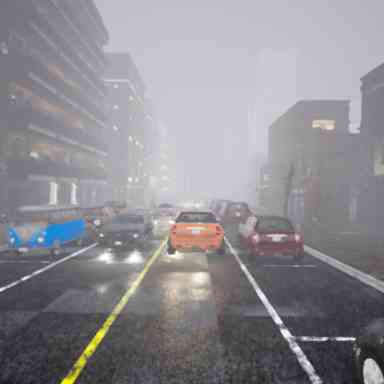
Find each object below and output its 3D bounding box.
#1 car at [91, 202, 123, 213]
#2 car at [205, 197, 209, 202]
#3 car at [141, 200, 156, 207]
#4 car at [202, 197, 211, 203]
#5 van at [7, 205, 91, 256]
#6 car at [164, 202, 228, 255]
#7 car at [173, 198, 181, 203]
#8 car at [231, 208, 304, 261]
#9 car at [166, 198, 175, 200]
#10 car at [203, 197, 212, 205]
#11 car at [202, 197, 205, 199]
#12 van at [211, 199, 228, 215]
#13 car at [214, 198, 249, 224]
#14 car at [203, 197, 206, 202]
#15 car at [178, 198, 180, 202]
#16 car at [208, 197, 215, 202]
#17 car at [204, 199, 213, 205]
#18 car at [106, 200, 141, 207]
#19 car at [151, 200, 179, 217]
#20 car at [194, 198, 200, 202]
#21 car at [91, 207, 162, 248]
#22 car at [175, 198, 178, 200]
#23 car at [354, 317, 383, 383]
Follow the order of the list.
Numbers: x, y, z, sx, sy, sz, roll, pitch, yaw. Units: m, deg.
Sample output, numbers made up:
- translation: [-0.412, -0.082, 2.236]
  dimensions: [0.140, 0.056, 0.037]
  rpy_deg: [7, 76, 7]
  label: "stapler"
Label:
- translation: [-5.458, 1.555, 18.471]
  dimensions: [1.967, 1.590, 4.097]
  rpy_deg: [0, -1, 1]
  label: "car"
- translation: [3.332, 1.792, 45.368]
  dimensions: [2.192, 1.841, 5.009]
  rpy_deg: [0, -1, 1]
  label: "car"
- translation: [-5.210, 1.825, 34.689]
  dimensions: [2.008, 1.369, 4.403]
  rpy_deg: [0, -1, 1]
  label: "car"
- translation: [4.047, 2.259, 94.381]
  dimensions: [2.192, 1.841, 5.009]
  rpy_deg: [0, -1, 1]
  label: "car"
- translation: [-5.541, 1.403, 13.066]
  dimensions: [1.690, 1.788, 3.998]
  rpy_deg: [0, -1, 1]
  label: "van"
- translation: [0.185, 1.492, 14.253]
  dimensions: [2.097, 1.767, 4.553]
  rpy_deg: [1, -1, 1]
  label: "car"
- translation: [-4.298, 2.412, 94.458]
  dimensions: [1.947, 1.339, 4.313]
  rpy_deg: [0, -1, 1]
  label: "car"
- translation: [2.838, 1.600, 12.928]
  dimensions: [1.967, 1.590, 4.097]
  rpy_deg: [0, -1, 1]
  label: "car"
- translation: [-4.798, 1.976, 61.721]
  dimensions: [1.967, 1.590, 4.097]
  rpy_deg: [0, -1, 1]
  label: "car"
- translation: [3.876, 2.154, 83.224]
  dimensions: [2.192, 1.841, 5.009]
  rpy_deg: [0, -1, 1]
  label: "car"
- translation: [3.708, 2.299, 72.064]
  dimensions: [1.947, 1.339, 4.313]
  rpy_deg: [0, -1, 1]
  label: "car"
- translation: [3.249, 1.765, 39.961]
  dimensions: [1.690, 1.788, 3.998]
  rpy_deg: [0, -1, 1]
  label: "van"
- translation: [3.002, 1.581, 23.743]
  dimensions: [2.192, 1.841, 5.009]
  rpy_deg: [0, -1, 1]
  label: "car"
- translation: [3.656, 2.241, 66.493]
  dimensions: [2.008, 1.369, 4.403]
  rpy_deg: [0, -1, 1]
  label: "car"
- translation: [-4.553, 2.129, 77.722]
  dimensions: [1.967, 1.590, 4.097]
  rpy_deg: [0, -1, 1]
  label: "car"
- translation: [3.166, 1.687, 34.555]
  dimensions: [2.192, 1.841, 5.009]
  rpy_deg: [0, -1, 1]
  label: "car"
- translation: [3.793, 2.352, 77.643]
  dimensions: [1.947, 1.339, 4.313]
  rpy_deg: [0, -1, 1]
  label: "car"
- translation: [-5.376, 1.483, 23.879]
  dimensions: [2.192, 1.841, 5.009]
  rpy_deg: [0, -1, 1]
  label: "car"
- translation: [-2.541, 1.845, 32.403]
  dimensions: [1.812, 1.442, 4.674]
  rpy_deg: [1, -1, 1]
  label: "car"
- translation: [1.308, 2.390, 87.956]
  dimensions: [2.033, 1.411, 5.357]
  rpy_deg: [1, -1, 1]
  label: "car"
- translation: [-2.891, 1.667, 15.843]
  dimensions: [2.033, 1.411, 5.357]
  rpy_deg: [1, -1, 1]
  label: "car"
- translation: [-4.641, 2.160, 71.973]
  dimensions: [1.752, 1.417, 4.829]
  rpy_deg: [0, -1, 1]
  label: "car"
- translation: [2.674, 1.604, 2.115]
  dimensions: [2.008, 1.369, 4.403]
  rpy_deg: [0, -1, 1]
  label: "car"
